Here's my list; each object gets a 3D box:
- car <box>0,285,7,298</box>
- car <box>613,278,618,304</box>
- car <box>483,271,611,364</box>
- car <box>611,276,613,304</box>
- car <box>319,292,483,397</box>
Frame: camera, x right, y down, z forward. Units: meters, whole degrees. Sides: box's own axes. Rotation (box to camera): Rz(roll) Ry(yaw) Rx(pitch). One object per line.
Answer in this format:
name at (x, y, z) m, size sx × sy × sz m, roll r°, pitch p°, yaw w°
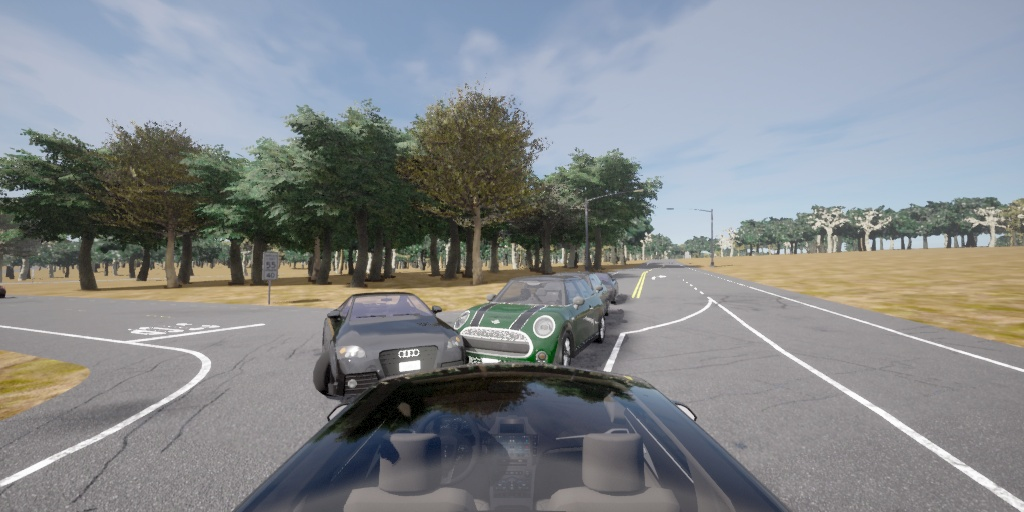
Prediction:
car at (-40.862, 2.563, 27.396) m, size 4.181 × 1.385 × 1.994 m, roll -2°, pitch -3°, yaw 22°
car at (4.216, 1.509, 17.878) m, size 1.994 × 1.385 × 4.181 m, roll -1°, pitch 0°, yaw 19°
car at (0.616, 1.218, 7.838) m, size 2.097 × 1.767 × 4.553 m, roll -1°, pitch -2°, yaw 26°
car at (2.022, 1.344, 12.151) m, size 2.097 × 1.767 × 4.553 m, roll -1°, pitch -1°, yaw 21°
car at (-2.355, 1.376, 6.633) m, size 1.994 × 1.385 × 4.181 m, roll 1°, pitch -2°, yaw -29°
